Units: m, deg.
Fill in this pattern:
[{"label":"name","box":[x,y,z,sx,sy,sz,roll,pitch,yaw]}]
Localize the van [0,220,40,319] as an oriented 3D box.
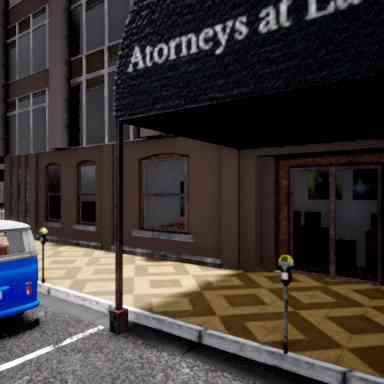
[{"label":"van","box":[-4.484,1.341,6.066,3.998,1.788,1.690,0,0,35]}]
